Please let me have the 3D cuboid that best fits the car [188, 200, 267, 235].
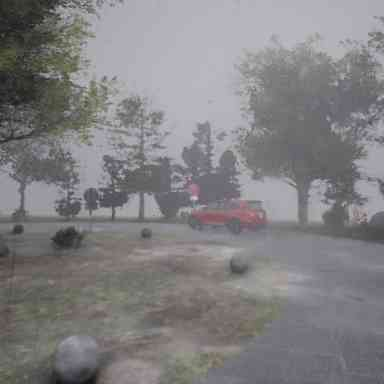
[{"bbox_3d":[2.175,1.532,21.523,2.150,2.045,5.566,2,-2,-44],"label":"car"}]
